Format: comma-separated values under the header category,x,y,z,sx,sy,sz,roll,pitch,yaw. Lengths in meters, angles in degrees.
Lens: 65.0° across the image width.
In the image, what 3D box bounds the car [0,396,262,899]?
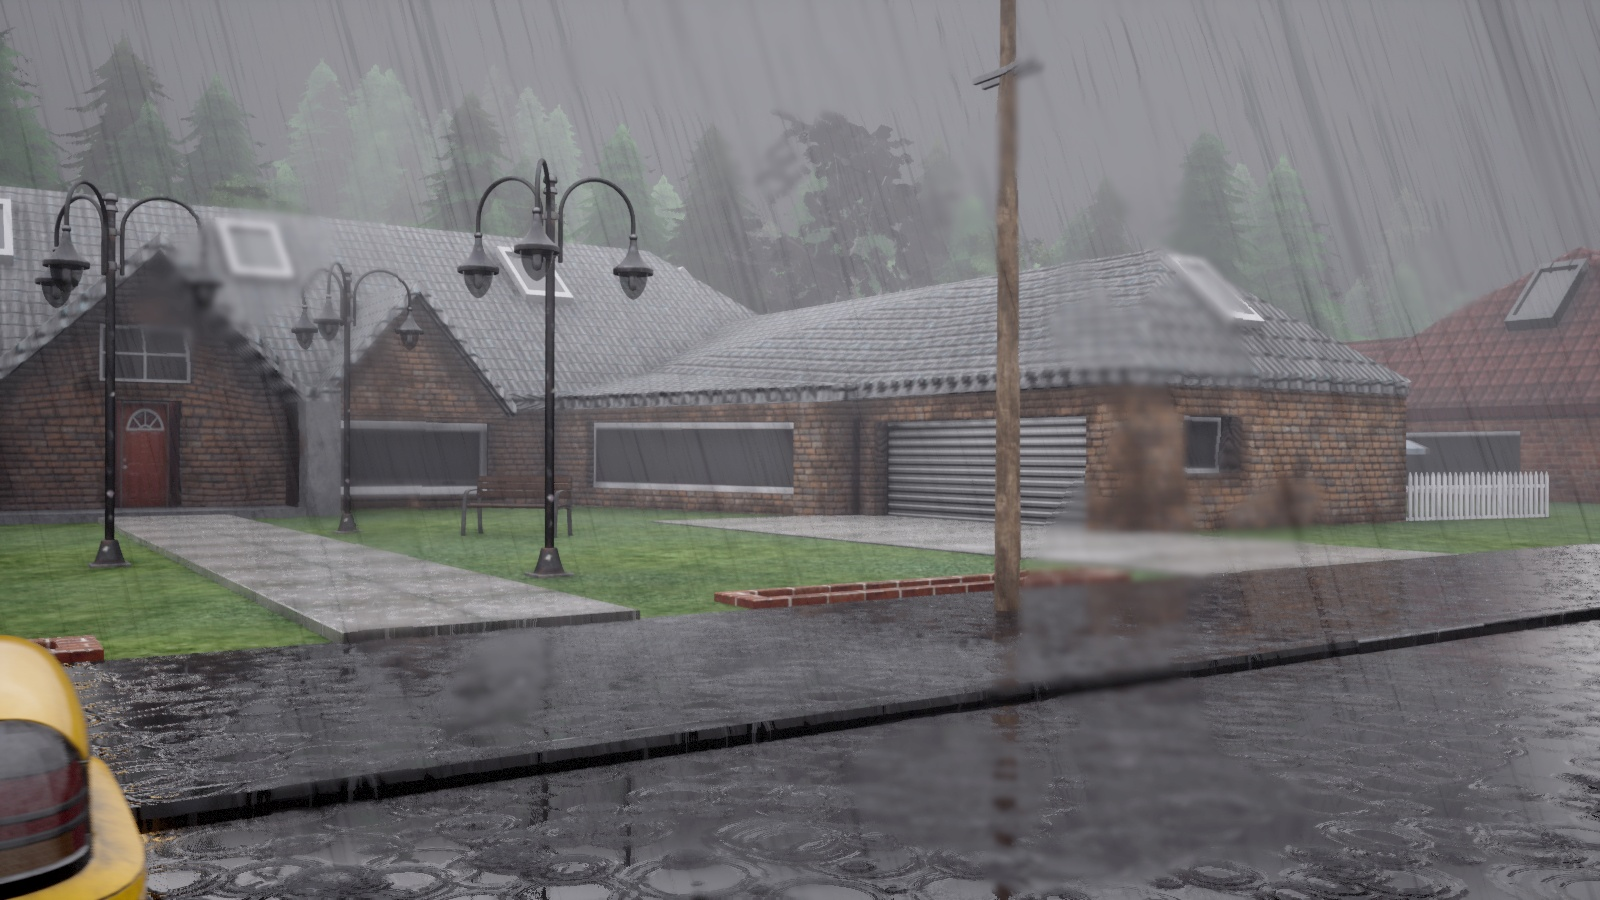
category,x,y,z,sx,sy,sz,roll,pitch,yaw
car,-3.793,0.696,1.739,5.366,1.575,1.801,0,0,-34
